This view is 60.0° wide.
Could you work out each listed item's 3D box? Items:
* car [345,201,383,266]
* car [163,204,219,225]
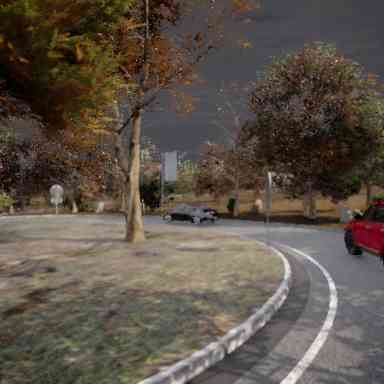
[{"bbox_3d":[6.592,1.294,10.318,2.150,2.045,5.566,0,0,9],"label":"car"},{"bbox_3d":[-0.167,1.701,26.014,4.902,1.511,2.128,0,0,39],"label":"car"}]
